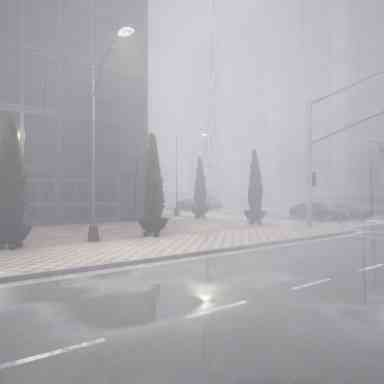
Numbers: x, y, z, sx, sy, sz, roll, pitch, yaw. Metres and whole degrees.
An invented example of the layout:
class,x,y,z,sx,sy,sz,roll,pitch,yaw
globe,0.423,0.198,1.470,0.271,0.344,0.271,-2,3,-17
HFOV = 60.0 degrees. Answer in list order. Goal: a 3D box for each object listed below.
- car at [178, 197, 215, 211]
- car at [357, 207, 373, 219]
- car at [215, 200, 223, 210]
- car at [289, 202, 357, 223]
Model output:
class,x,y,z,sx,sy,sz,roll,pitch,yaw
car,0.210,1.533,40.275,1.882,1.535,5.008,0,0,-36
car,13.108,1.619,28.529,1.994,1.385,4.181,0,0,-36
car,1.999,1.407,43.765,2.097,1.767,4.553,0,0,-36
car,10.133,1.560,26.668,1.837,1.490,4.892,0,0,-36
